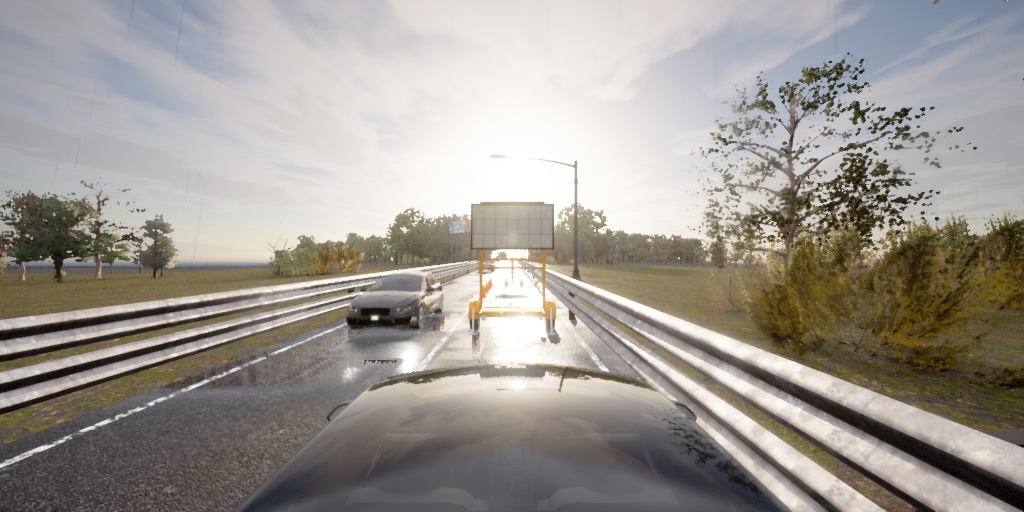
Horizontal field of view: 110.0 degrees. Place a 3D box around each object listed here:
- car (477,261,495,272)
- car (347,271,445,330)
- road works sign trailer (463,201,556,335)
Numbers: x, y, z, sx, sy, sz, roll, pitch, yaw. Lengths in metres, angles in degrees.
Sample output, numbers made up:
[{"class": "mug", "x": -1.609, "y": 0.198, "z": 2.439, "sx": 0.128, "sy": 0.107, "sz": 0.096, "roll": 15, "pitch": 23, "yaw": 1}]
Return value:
[{"class": "car", "x": -3.233, "y": 1.257, "z": 45.257, "sx": 2.128, "sy": 1.511, "sz": 4.902, "roll": 0, "pitch": 0, "yaw": 0}, {"class": "car", "x": -3.346, "y": 1.258, "z": 11.171, "sx": 1.837, "sy": 1.490, "sz": 4.892, "roll": 0, "pitch": 0, "yaw": 0}, {"class": "road works sign trailer", "x": 0.014, "y": 0.217, "z": 10.494, "sx": 2.380, "sy": 3.560, "sz": 2.880, "roll": 0, "pitch": 0, "yaw": 0}]
